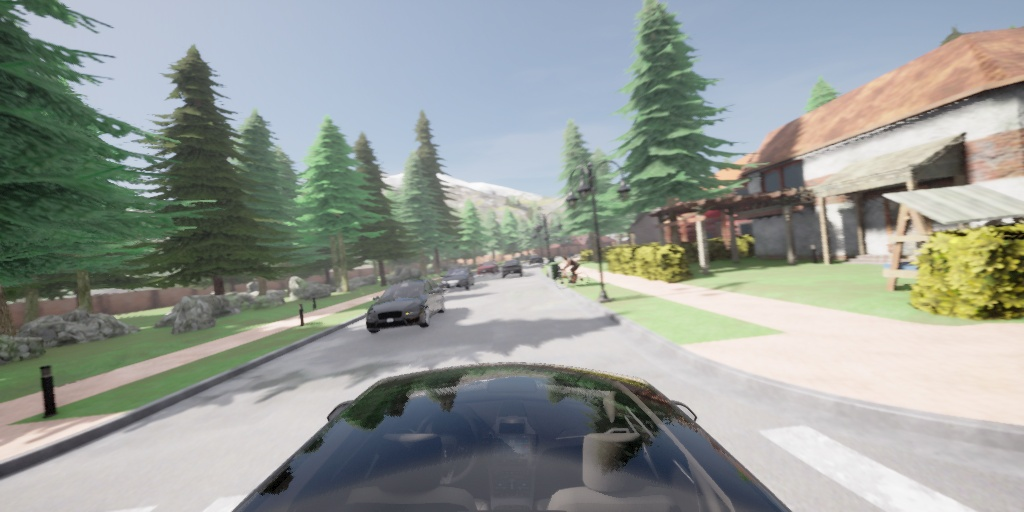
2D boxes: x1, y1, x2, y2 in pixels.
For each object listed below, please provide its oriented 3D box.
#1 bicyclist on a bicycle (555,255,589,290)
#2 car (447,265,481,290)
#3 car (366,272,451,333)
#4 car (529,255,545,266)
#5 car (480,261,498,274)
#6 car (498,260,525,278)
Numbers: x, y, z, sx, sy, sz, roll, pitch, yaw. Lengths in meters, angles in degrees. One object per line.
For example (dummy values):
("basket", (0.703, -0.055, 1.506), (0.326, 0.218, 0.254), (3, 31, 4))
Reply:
("bicyclist on a bicycle", (2.829, 0.749, 17.282), (1.656, 1.620, 0.582), (-9, 0, -1))
("car", (-3.786, 1.578, 25.491), (2.128, 1.511, 4.902), (-6, 0, 1))
("car", (-3.674, 1.644, 13.038), (1.837, 1.490, 4.892), (-6, 0, -1))
("car", (3.947, 0.616, 56.935), (1.837, 1.490, 4.892), (-6, 0, 15))
("car", (-2.779, 1.374, 42.240), (1.882, 1.535, 5.008), (-6, 0, 7))
("car", (0.097, 1.140, 33.904), (1.837, 1.490, 4.892), (-6, 0, 3))
